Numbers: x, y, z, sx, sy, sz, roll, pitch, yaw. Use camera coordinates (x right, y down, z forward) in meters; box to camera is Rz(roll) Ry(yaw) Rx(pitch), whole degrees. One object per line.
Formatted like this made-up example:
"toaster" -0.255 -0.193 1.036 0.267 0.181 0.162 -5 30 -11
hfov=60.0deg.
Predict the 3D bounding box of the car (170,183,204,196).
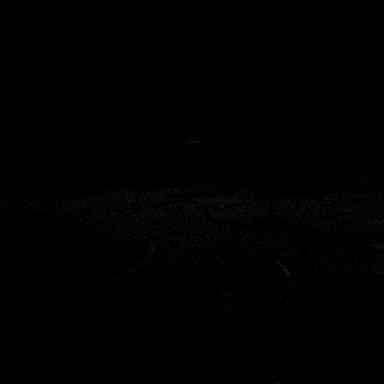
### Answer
"car" -1.053 -0.162 51.789 4.674 1.452 2.002 -2 4 8

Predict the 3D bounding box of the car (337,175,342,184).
"car" 25.122 -1.896 63.358 4.892 1.521 2.231 0 5 10

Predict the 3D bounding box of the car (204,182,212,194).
"car" 0.356 -0.416 54.382 4.792 1.488 2.163 -2 4 8

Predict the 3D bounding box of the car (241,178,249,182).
"car" 8.806 -1.906 69.901 5.366 1.575 1.946 -2 4 8

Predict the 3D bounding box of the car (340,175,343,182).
"car" 26.618 -2.116 65.973 4.792 1.488 2.163 0 5 9

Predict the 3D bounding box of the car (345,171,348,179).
"car" 30.984 -3.140 73.821 5.566 2.045 2.435 0 5 9

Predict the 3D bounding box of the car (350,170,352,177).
"car" 36.692 -4.110 84.310 5.566 2.045 2.435 0 4 9

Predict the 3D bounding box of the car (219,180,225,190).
"car" 3.060 -0.899 59.577 4.792 1.488 2.163 -2 4 8

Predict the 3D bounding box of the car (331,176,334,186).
"car" 20.619 -1.281 55.563 4.553 1.767 2.185 0 5 10

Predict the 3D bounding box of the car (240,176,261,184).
"car" 14.177 -2.860 80.230 4.892 1.521 2.231 -2 4 8

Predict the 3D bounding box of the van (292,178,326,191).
"van" 16.281 -0.642 47.760 4.442 1.987 1.878 0 5 10

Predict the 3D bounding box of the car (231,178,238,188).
"car" 5.850 -1.414 64.765 5.008 1.535 2.097 -2 4 8

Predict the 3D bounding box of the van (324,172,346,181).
"van" 33.925 -3.607 79.056 4.442 1.987 1.878 0 4 9

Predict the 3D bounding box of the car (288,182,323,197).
"car" 14.673 -0.170 45.210 5.008 1.535 2.097 0 5 10

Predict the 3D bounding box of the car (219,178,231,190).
"car" 4.496 -1.297 62.151 4.553 1.767 2.185 -2 4 8

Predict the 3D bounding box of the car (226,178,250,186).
"car" 9.999 -2.138 72.509 5.008 1.535 2.097 -2 4 8

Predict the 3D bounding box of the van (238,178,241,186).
"van" 7.113 -1.876 67.348 4.442 1.987 1.878 -2 4 8

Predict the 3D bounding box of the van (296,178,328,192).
"van" 19.037 -1.133 52.971 4.442 1.987 1.878 0 5 10

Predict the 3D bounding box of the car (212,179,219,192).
"car" 1.731 -0.813 56.961 4.553 1.767 2.185 -2 4 8

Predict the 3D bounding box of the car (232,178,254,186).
"car" 11.423 -2.350 75.079 4.792 1.488 2.163 -2 4 8

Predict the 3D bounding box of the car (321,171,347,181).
"car" 28.084 -2.644 68.570 5.566 2.045 2.435 0 5 9

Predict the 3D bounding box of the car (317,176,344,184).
"car" 29.518 -2.640 71.221 4.892 1.521 2.231 0 5 9

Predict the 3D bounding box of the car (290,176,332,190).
"car" 17.629 -0.912 50.364 5.566 2.045 2.435 0 5 10

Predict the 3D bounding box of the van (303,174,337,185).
"van" 22.255 -1.629 58.127 4.442 1.987 1.878 0 5 10

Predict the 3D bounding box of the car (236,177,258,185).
"car" 12.775 -2.620 77.662 5.008 1.535 2.097 -2 4 8

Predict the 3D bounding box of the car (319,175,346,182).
"car" 32.204 -3.137 76.492 5.366 1.575 1.946 0 5 9
